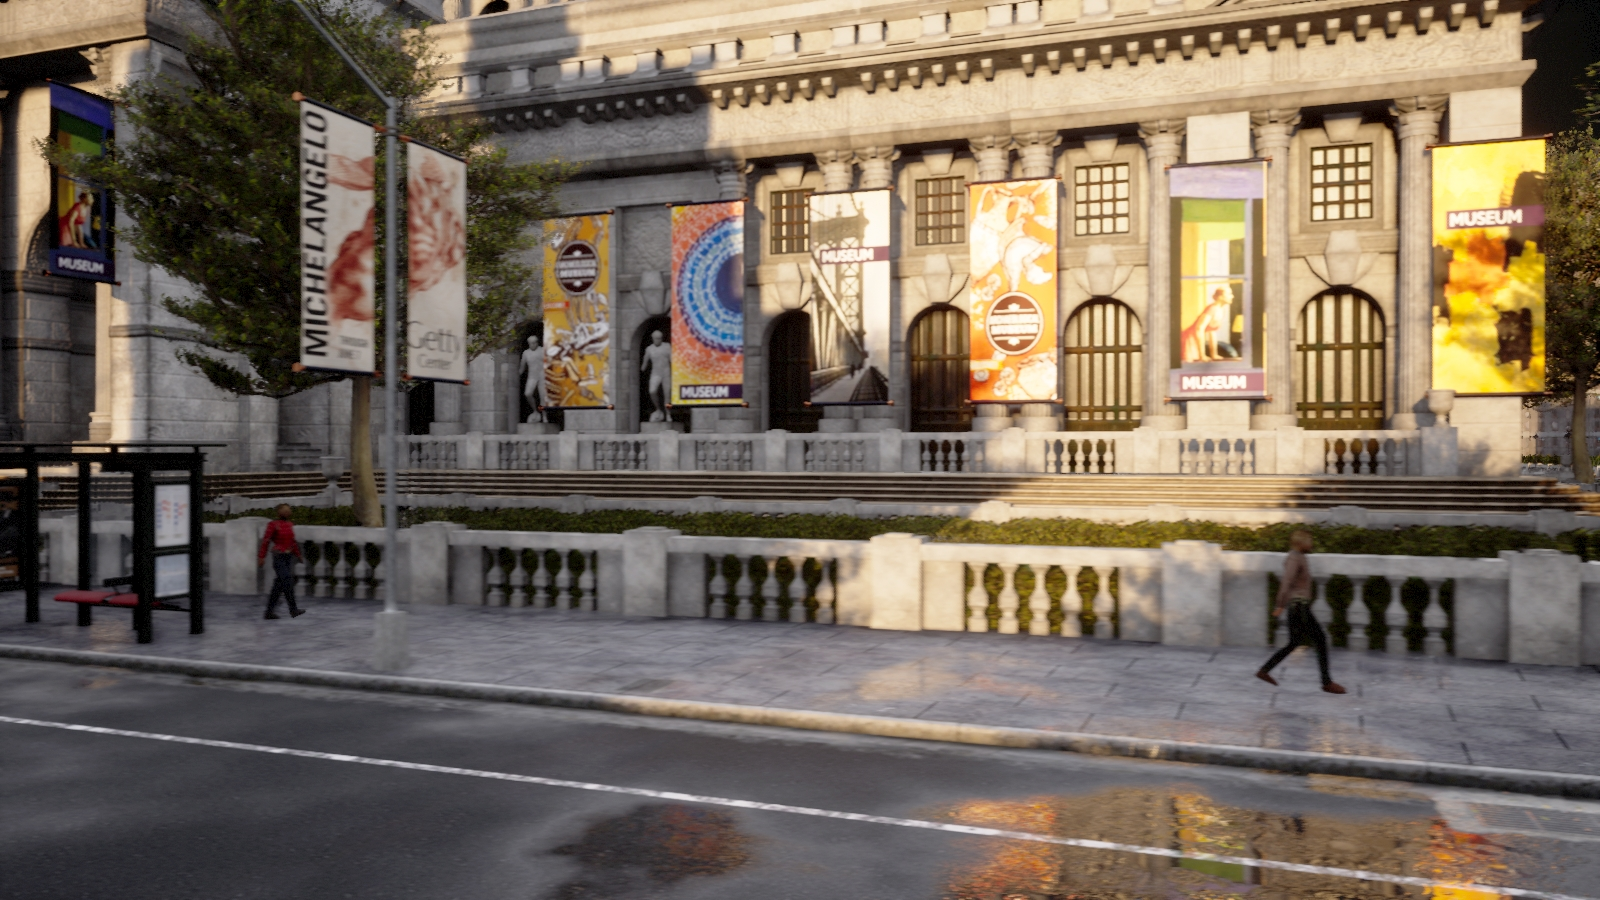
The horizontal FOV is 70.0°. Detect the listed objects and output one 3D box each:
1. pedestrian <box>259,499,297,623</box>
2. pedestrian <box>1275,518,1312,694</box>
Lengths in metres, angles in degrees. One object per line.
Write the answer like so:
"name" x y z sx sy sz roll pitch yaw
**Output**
"pedestrian" -8.046 1.696 17.613 0.375 1.860 0.375 0 0 21
"pedestrian" 5.426 1.697 12.564 0.375 1.860 0.375 0 0 24
